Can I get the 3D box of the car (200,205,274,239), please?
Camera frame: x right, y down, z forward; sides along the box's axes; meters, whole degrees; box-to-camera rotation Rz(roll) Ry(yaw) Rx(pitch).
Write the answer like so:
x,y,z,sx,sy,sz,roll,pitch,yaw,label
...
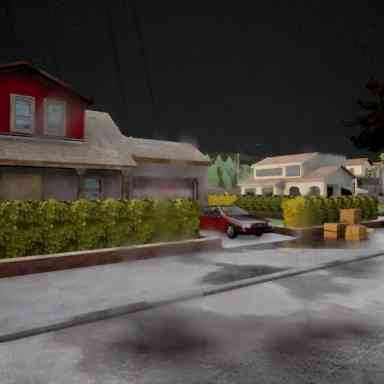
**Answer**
x,y,z,sx,sy,sz,roll,pitch,yaw,label
1.527,1.359,16.514,2.033,1.415,5.357,0,0,-33,car
